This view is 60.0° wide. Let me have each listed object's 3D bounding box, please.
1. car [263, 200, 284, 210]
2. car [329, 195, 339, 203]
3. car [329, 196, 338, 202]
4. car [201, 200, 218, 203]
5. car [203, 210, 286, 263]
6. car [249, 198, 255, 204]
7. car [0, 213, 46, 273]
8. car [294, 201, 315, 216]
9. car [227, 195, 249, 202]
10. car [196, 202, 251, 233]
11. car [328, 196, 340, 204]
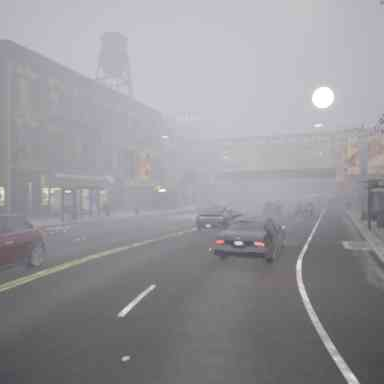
[{"bbox_3d":[9.354,1.675,38.122,2.128,1.511,4.902,0,0,23],"label":"car"},{"bbox_3d":[35.040,1.713,82.064,2.185,1.767,4.553,0,0,23],"label":"car"},{"bbox_3d":[37.413,1.864,88.036,2.097,1.535,5.008,0,0,23],"label":"car"},{"bbox_3d":[1.998,1.697,38.969,2.128,1.511,4.902,0,0,23],"label":"car"},{"bbox_3d":[2.333,1.609,12.400,2.033,1.411,5.357,0,0,21],"label":"car"},{"bbox_3d":[11.033,1.935,68.319,1.895,1.301,4.718,0,0,23],"label":"car"},{"bbox_3d":[-5.988,1.413,8.659,2.097,1.767,4.553,0,0,13],"label":"car"},{"bbox_3d":[12.067,1.710,35.549,2.033,1.411,5.357,0,0,23],"label":"car"},{"bbox_3d":[8.196,1.539,61.490,2.435,2.045,5.566,0,0,23],"label":"car"},{"bbox_3d":[1.782,1.595,20.013,2.128,1.511,4.902,0,0,22],"label":"car"},{"bbox_3d":[30.815,1.796,72.151,2.231,1.521,4.892,0,0,33],"label":"car"}]
